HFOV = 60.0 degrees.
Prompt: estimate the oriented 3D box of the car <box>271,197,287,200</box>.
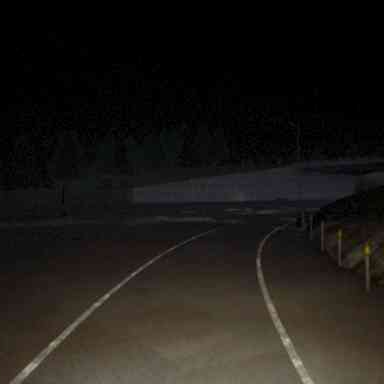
[{"bbox_3d":[22.111,1.942,84.187,5.008,1.535,1.882,0,0,-39],"label":"car"}]
